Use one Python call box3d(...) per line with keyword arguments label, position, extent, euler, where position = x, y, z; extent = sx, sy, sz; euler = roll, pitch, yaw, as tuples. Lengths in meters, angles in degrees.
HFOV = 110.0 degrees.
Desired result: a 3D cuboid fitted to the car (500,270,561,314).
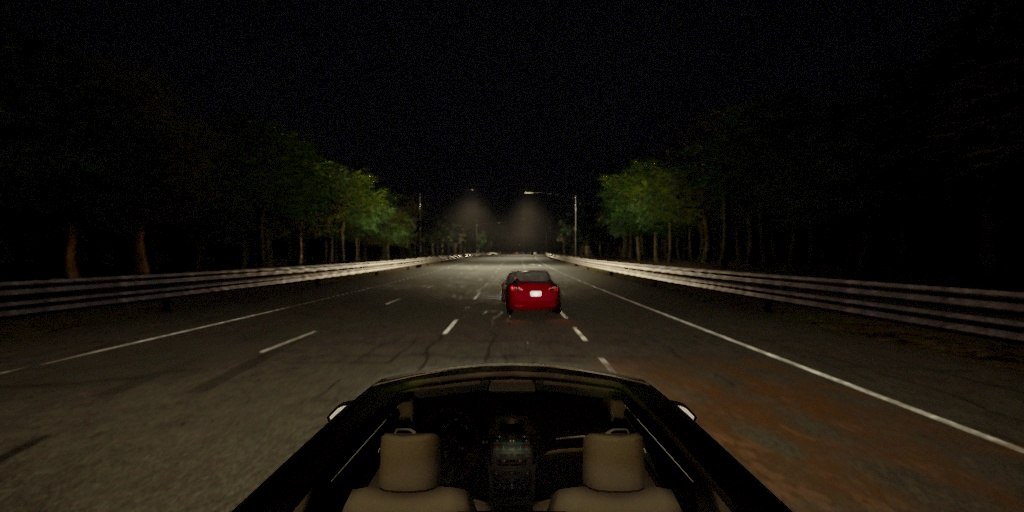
box3d(label="car", position=(0.638, 1.276, 14.064), extent=(2.163, 1.488, 4.792), euler=(0, 0, -4))
